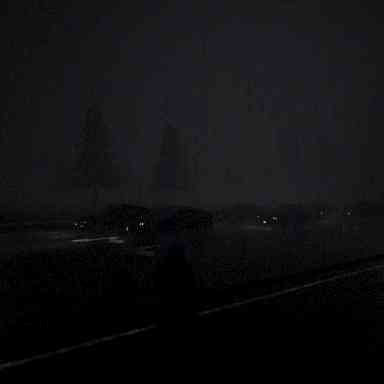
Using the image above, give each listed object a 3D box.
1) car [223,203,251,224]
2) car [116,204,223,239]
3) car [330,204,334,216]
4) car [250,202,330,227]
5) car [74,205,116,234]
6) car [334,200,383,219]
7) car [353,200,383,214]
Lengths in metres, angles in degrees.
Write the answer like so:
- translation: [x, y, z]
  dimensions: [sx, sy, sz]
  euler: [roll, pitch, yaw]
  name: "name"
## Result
- translation: [3.653, 1.547, 24.987]
  dimensions: [5.357, 1.411, 2.033]
  euler: [0, 0, -35]
  name: "car"
- translation: [-1.092, 1.492, 17.315]
  dimensions: [4.902, 1.511, 2.128]
  euler: [0, 0, -35]
  name: "car"
- translation: [11.446, 1.601, 30.518]
  dimensions: [4.718, 1.301, 1.895]
  euler: [0, 0, -35]
  name: "car"
- translation: [6.851, 1.547, 22.970]
  dimensions: [5.357, 1.411, 2.033]
  euler: [0, 0, -35]
  name: "car"
- translation: [-4.285, 1.505, 19.341]
  dimensions: [4.892, 1.490, 1.837]
  euler: [0, 0, -35]
  name: "car"
- translation: [14.851, 1.491, 28.649]
  dimensions: [4.902, 1.511, 2.128]
  euler: [0, 0, -35]
  name: "car"
- translation: [19.654, 1.564, 36.279]
  dimensions: [4.181, 1.385, 1.994]
  euler: [0, 0, -35]
  name: "car"
